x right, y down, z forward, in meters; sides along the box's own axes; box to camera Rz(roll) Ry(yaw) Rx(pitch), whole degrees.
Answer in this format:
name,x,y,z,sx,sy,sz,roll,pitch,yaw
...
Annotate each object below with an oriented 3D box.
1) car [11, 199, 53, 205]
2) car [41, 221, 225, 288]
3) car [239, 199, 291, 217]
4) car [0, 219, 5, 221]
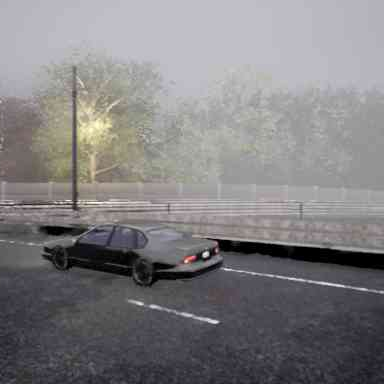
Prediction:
name,x,y,z,sx,sy,sz,roll,pitch,yaw
car,-13.017,1.358,26.003,4.892,1.490,1.837,-1,1,-10
car,-1.805,1.513,9.142,5.357,1.411,2.033,0,0,32
car,6.713,1.375,30.817,5.008,1.535,1.882,0,0,-18
car,-7.278,1.197,8.309,5.566,2.045,2.150,0,0,30
